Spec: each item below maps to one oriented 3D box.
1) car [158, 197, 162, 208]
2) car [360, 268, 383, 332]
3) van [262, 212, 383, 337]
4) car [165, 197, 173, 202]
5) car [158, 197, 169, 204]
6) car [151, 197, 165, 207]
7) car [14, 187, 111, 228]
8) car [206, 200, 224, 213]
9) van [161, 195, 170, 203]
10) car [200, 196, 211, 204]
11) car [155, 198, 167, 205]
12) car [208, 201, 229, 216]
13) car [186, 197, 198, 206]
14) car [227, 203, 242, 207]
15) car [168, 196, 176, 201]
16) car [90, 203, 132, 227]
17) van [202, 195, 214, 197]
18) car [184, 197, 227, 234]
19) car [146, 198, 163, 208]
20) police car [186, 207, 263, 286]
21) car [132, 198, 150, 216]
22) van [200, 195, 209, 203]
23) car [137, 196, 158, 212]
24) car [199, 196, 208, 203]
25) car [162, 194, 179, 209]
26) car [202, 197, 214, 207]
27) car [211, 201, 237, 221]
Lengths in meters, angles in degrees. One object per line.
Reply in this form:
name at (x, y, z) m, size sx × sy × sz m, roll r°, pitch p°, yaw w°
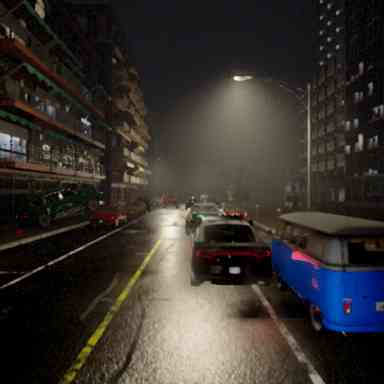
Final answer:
car at (-5.695, 1.668, 45.151) m, size 2.008 × 1.369 × 4.403 m, roll 0°, pitch 0°, yaw 0°
car at (2.685, 1.528, 1.108) m, size 1.752 × 1.417 × 4.829 m, roll 0°, pitch 0°, yaw 0°
van at (2.684, 1.355, 6.464) m, size 1.690 × 1.788 × 3.998 m, roll 0°, pitch 0°, yaw 0°
car at (-5.696, 1.837, 83.836) m, size 1.802 × 1.307 × 4.206 m, roll 0°, pitch 0°, yaw 0°
car at (-5.696, 1.737, 67.257) m, size 1.887 × 1.381 × 4.507 m, roll 0°, pitch 0°, yaw 0°
car at (-5.696, 1.593, 56.204) m, size 1.967 × 1.590 × 4.097 m, roll 0°, pitch 0°, yaw 0°
car at (-8.740, 0.717, 21.930) m, size 2.150 × 2.045 × 5.566 m, roll 3°, pitch 21°, yaw 46°
car at (2.684, 1.683, 39.624) m, size 1.802 × 1.307 × 4.206 m, roll 0°, pitch 0°, yaw 0°
van at (-5.698, 1.554, 72.785) m, size 1.690 × 1.788 × 3.998 m, roll 0°, pitch 0°, yaw 0°
car at (2.683, 1.632, 67.258) m, size 1.967 × 1.590 × 4.097 m, roll 0°, pitch 0°, yaw 0°
car at (-5.696, 1.738, 61.731) m, size 1.947 × 1.339 × 4.313 m, roll 0°, pitch 0°, yaw 0°
car at (2.685, 1.667, 34.098) m, size 1.802 × 1.307 × 4.206 m, roll 0°, pitch 0°, yaw 0°
car at (0.002, 1.654, 59.109) m, size 2.128 × 1.511 × 4.902 m, roll 0°, pitch 0°, yaw 0°
car at (2.684, 1.495, 23.044) m, size 1.967 × 1.590 × 4.097 m, roll 0°, pitch 0°, yaw 0°
car at (-5.696, 1.866, 94.890) m, size 1.947 × 1.339 × 4.313 m, roll 0°, pitch 0°, yaw 0°
car at (-5.695, 1.600, 23.045) m, size 1.887 × 1.381 × 4.507 m, roll 0°, pitch 0°, yaw 0°
van at (2.683, 1.476, 50.678) m, size 1.690 × 1.788 × 3.998 m, roll 0°, pitch 0°, yaw 0°
car at (0.761, 1.397, 19.476) m, size 2.097 × 1.767 × 4.553 m, roll 0°, pitch 0°, yaw 3°
car at (-5.695, 1.686, 50.678) m, size 2.008 × 1.369 × 4.403 m, roll 0°, pitch 0°, yaw 0°
police car at (0.900, 1.446, 9.572) m, size 1.930 × 1.638 × 5.238 m, roll 0°, pitch 0°, yaw 0°
car at (-5.696, 1.610, 33.929) m, size 1.752 × 1.417 × 4.829 m, roll 0°, pitch 0°, yaw 0°
van at (2.682, 1.553, 72.786) m, size 1.690 × 1.788 × 3.998 m, roll 0°, pitch 0°, yaw 0°
car at (-5.697, 1.416, 39.625) m, size 2.192 × 1.841 × 5.009 m, roll 0°, pitch 0°, yaw 0°
car at (2.684, 1.759, 78.480) m, size 1.752 × 1.417 × 4.829 m, roll 0°, pitch 0°, yaw 0°
car at (-3.001, 1.333, 48.194) m, size 2.150 × 2.045 × 5.566 m, roll 0°, pitch 0°, yaw 0°
car at (2.684, 1.679, 56.373) m, size 1.752 × 1.417 × 4.829 m, roll 0°, pitch 0°, yaw 0°
car at (2.685, 1.596, 28.741) m, size 1.752 × 1.417 × 4.829 m, roll 0°, pitch 0°, yaw 0°
